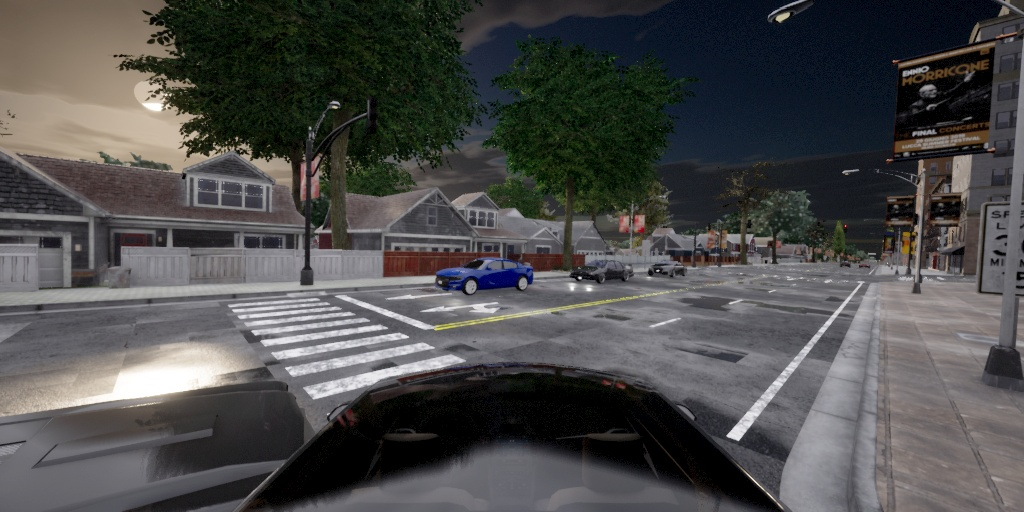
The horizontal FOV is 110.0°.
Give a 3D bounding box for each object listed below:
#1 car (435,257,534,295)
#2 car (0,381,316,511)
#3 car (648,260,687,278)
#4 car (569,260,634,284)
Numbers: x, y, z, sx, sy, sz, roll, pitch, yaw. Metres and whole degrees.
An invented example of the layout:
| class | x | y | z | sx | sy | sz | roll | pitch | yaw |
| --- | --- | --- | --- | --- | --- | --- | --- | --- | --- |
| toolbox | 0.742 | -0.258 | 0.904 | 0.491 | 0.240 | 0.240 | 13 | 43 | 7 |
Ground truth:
| class | x | y | z | sx | sy | sz | roll | pitch | yaw |
| --- | --- | --- | --- | --- | --- | --- | --- | --- | --- |
| car | -1.144 | 0.822 | 16.447 | 5.008 | 1.535 | 1.882 | 0 | 2 | -44 |
| car | -3.309 | 1.291 | 1.257 | 4.718 | 1.301 | 1.895 | 1 | 2 | -34 |
| car | 13.192 | 1.022 | 30.317 | 4.181 | 1.385 | 1.994 | 0 | 2 | -44 |
| car | 6.008 | 0.947 | 23.381 | 5.357 | 1.411 | 2.033 | 0 | 2 | -44 |
